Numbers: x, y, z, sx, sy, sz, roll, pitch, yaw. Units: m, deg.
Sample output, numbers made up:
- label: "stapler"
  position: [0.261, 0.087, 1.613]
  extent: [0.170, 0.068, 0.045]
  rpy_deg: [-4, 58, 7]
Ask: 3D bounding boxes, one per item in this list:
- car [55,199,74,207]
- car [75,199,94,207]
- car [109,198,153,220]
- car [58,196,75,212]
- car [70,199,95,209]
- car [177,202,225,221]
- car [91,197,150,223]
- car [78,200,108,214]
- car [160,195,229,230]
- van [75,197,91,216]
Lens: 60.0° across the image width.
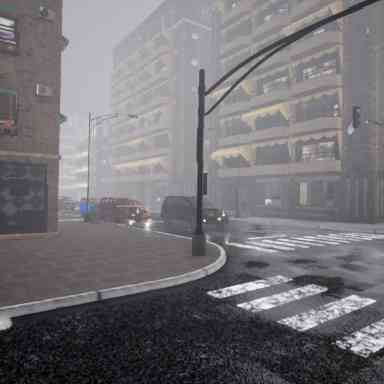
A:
- label: "car"
  position: [-22.539, 1.848, 58.613]
  extent: [1.895, 1.301, 4.718]
  rpy_deg: [1, -1, -36]
- label: "car"
  position: [-18.557, 1.867, 57.262]
  extent: [1.802, 1.307, 4.206]
  rpy_deg: [1, -1, -35]
- label: "car"
  position: [-5.564, 1.410, 29.672]
  extent: [2.097, 1.767, 4.553]
  rpy_deg: [1, -1, -35]
- label: "car"
  position: [-15.279, 1.369, 39.068]
  extent: [2.192, 1.841, 5.009]
  rpy_deg: [1, -1, -35]
- label: "car"
  position: [-16.515, 1.752, 50.146]
  extent: [2.033, 1.411, 5.357]
  rpy_deg: [1, -1, -35]
- label: "car"
  position: [0.735, 1.686, 30.141]
  extent: [1.752, 1.417, 4.829]
  rpy_deg: [1, -1, -35]
- label: "car"
  position: [-5.583, 1.310, 25.437]
  extent: [2.192, 1.841, 5.009]
  rpy_deg: [1, -1, -35]
- label: "car"
  position: [-11.301, 1.657, 37.755]
  extent: [1.994, 1.385, 4.181]
  rpy_deg: [1, -1, -35]
- label: "car"
  position: [0.010, 1.249, 21.827]
  extent: [2.150, 2.045, 5.566]
  rpy_deg: [1, -1, -36]
- label: "van"
  position: [-8.815, 1.355, 29.980]
  extent: [1.690, 1.788, 3.998]
  rpy_deg: [1, -1, -35]
